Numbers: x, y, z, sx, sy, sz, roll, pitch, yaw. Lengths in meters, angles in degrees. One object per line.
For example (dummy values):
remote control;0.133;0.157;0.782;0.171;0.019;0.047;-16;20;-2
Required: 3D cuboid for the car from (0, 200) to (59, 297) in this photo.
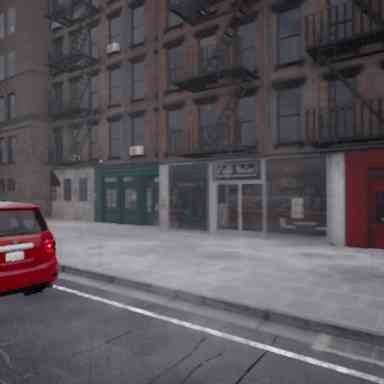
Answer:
car;-5.279;1.204;7.434;5.566;2.045;2.150;1;0;36
